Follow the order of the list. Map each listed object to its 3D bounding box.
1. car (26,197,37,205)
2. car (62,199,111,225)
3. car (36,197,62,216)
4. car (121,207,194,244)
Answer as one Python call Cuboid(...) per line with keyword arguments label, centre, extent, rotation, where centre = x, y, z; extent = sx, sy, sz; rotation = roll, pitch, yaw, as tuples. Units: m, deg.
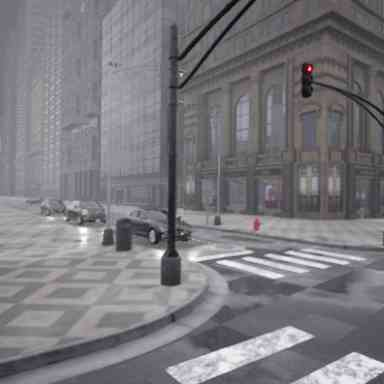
Cuboid(label="car", centre=(-27.062, 1.540, 56.965), extent=(1.895, 1.301, 4.718), rotation=(1, 0, -37))
Cuboid(label="car", centre=(-7.619, 1.356, 24.257), extent=(2.097, 1.767, 4.553), rotation=(1, 0, -35))
Cuboid(label="car", centre=(-13.420, 1.477, 32.388), extent=(1.837, 1.490, 4.892), rotation=(1, 0, -35))
Cuboid(label="car", centre=(-1.820, 1.545, 16.125), extent=(1.837, 1.490, 4.892), rotation=(1, 0, -35))
